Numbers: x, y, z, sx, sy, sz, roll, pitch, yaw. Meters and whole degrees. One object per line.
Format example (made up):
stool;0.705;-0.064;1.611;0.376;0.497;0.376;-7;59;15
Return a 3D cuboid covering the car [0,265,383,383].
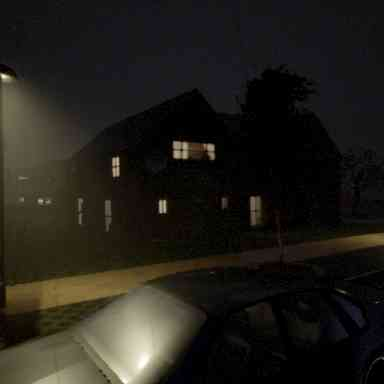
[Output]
car;0.240;1.549;3.241;5.357;1.411;2.033;0;0;-35
